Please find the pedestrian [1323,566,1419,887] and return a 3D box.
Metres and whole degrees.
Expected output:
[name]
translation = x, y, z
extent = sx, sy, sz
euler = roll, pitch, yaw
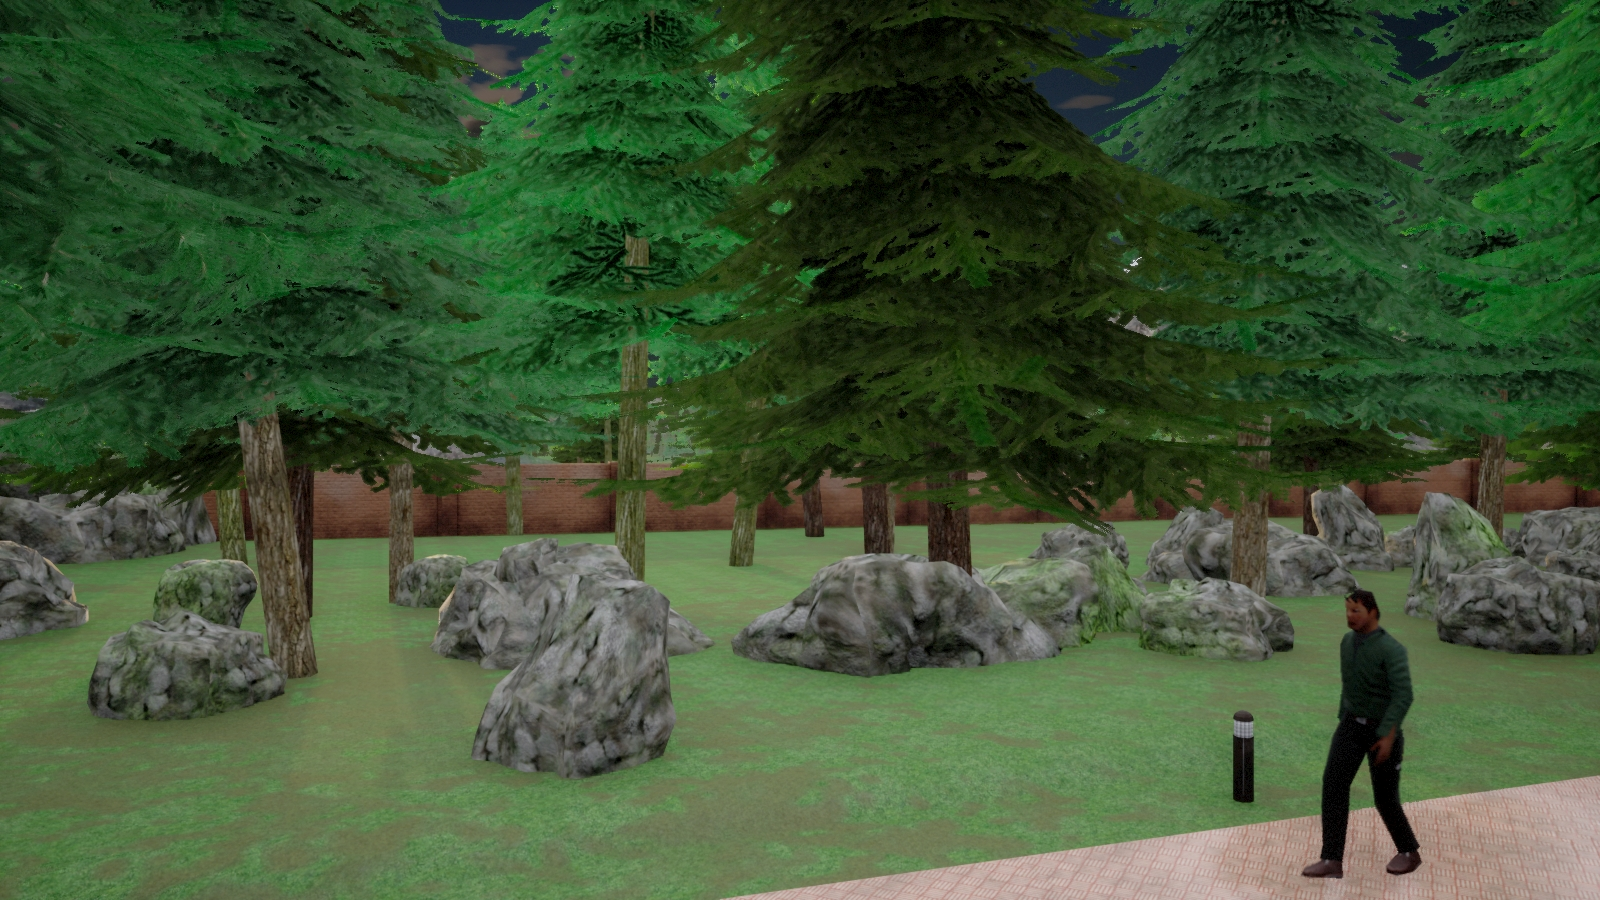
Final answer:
[pedestrian]
translation = 3.505, 1.667, 7.024
extent = 0.375, 1.860, 0.375
euler = 0, 0, -19
